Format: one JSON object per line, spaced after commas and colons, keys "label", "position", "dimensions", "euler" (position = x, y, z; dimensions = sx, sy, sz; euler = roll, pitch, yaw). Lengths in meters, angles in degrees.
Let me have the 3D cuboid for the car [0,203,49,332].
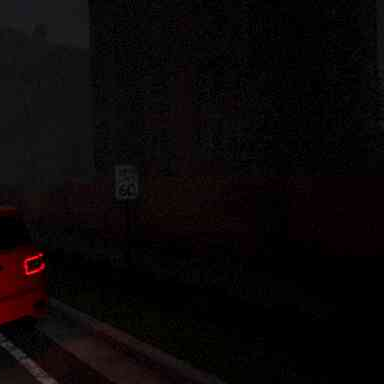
{"label": "car", "position": [-4.546, 1.218, 5.826], "dimensions": [5.566, 2.045, 2.150], "euler": [0, 2, 44]}
